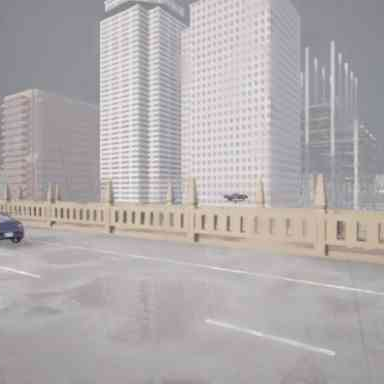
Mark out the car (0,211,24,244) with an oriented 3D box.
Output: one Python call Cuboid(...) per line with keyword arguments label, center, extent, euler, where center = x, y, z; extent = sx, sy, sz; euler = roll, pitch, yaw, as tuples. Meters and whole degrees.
Cuboid(label="car", center=(-9.167, 1.520, 14.535), extent=(4.674, 1.442, 1.812), euler=(0, 0, 34))
